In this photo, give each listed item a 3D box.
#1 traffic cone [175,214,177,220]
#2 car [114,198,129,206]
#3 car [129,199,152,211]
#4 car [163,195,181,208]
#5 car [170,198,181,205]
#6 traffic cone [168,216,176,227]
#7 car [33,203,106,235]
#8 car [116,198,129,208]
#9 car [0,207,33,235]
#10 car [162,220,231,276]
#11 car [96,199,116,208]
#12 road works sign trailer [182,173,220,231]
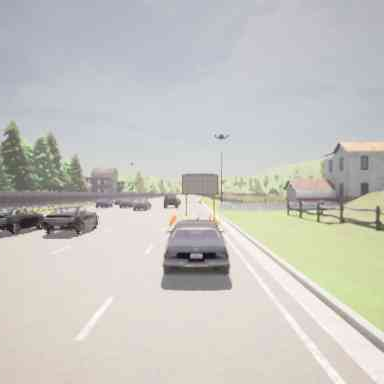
[{"bbox_3d":[-1.452,2.089,24.724,0.340,0.580,0.340,0,0,0],"label":"traffic cone"},{"bbox_3d":[-13.805,1.913,65.026,1.994,1.385,4.181,0,0,0],"label":"car"},{"bbox_3d":[-6.833,1.795,45.962,2.033,1.411,5.357,0,0,1],"label":"car"},{"bbox_3d":[-3.323,1.506,52.909,2.150,2.045,5.566,0,0,0],"label":"car"},{"bbox_3d":[-3.301,1.930,68.122,1.994,1.385,4.181,0,0,0],"label":"car"},{"bbox_3d":[-1.455,2.078,22.724,0.340,0.580,0.340,0,0,0],"label":"traffic cone"},{"bbox_3d":[-6.872,1.595,19.371,2.128,1.511,4.902,0,0,0],"label":"car"},{"bbox_3d":[-10.322,1.833,53.455,2.033,1.411,5.357,0,0,0],"label":"car"},{"bbox_3d":[-10.372,1.595,19.410,2.128,1.511,4.902,0,0,0],"label":"car"},{"bbox_3d":[0.118,1.605,10.542,2.033,1.411,5.357,0,0,0],"label":"car"},{"bbox_3d":[-13.825,1.807,52.418,1.812,1.442,4.674,0,0,0],"label":"car"},{"bbox_3d":[0.519,0.581,21.661,2.380,3.560,2.880,0,0,-5],"label":"road works sign trailer"}]
